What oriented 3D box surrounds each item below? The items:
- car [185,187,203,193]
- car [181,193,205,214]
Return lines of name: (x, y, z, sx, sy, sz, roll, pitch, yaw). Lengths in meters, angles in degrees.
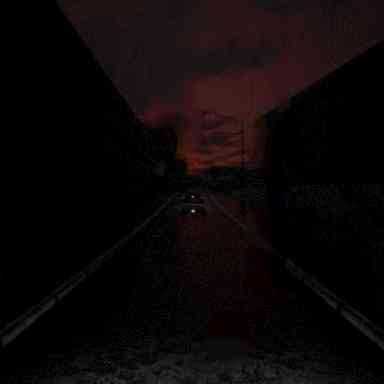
car: (0.088, 0.285, 42.866, 1.812, 1.442, 4.674, 0, 3, 0)
car: (0.092, 1.079, 27.583, 1.895, 1.301, 4.718, 0, 2, 0)
